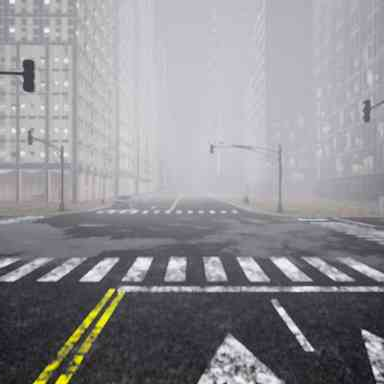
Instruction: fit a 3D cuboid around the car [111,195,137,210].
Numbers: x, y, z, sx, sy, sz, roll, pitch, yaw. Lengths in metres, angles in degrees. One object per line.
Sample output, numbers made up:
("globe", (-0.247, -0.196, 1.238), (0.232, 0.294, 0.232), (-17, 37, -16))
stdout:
("car", (-7.083, 1.059, 35.242), (1.837, 1.490, 4.892), (1, 1, 3))
